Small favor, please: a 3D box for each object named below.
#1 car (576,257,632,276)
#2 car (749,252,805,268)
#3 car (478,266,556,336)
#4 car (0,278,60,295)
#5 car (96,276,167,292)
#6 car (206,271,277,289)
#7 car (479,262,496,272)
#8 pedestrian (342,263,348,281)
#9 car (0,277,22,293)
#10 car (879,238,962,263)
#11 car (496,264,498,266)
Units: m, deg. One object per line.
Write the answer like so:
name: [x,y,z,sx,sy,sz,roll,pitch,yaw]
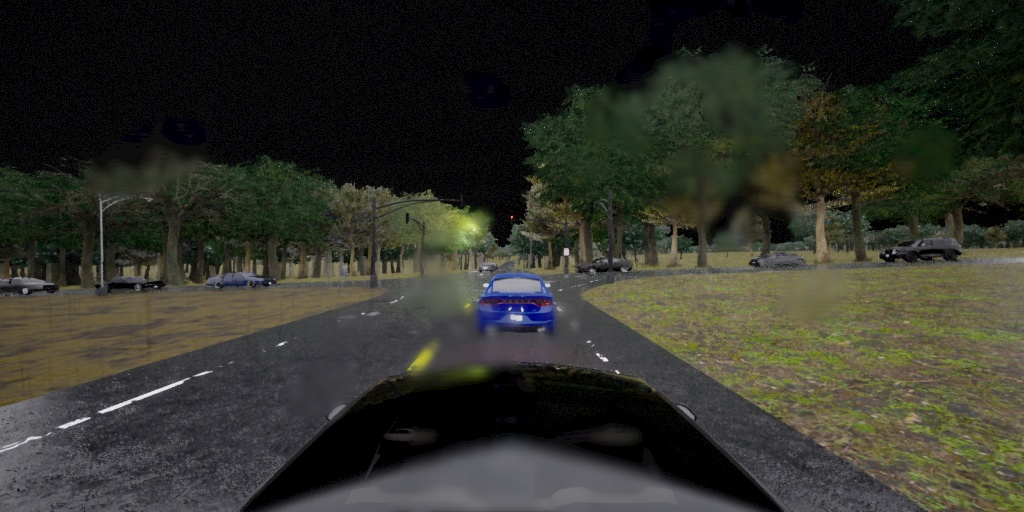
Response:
car: [8.133,0.860,31.785,5.008,1.535,1.882,-2,-1,-13]
car: [24.071,0.332,32.662,4.181,1.385,1.994,-2,-1,2]
car: [0.140,1.233,10.444,1.882,1.535,5.008,0,0,1]
car: [-43.512,2.674,31.996,4.892,1.490,1.837,-2,-1,3]
car: [-33.348,2.439,31.511,4.718,1.301,1.895,-2,-1,3]
car: [-23.426,2.049,31.078,5.357,1.411,2.033,-2,-1,6]
car: [-3.867,1.679,53.561,2.128,1.511,4.902,0,-1,-1]
pedestrian: [-17.861,1.681,38.404,0.375,1.860,0.375,0,1,3]
car: [-53.078,2.980,36.132,5.008,1.535,1.882,-2,-1,2]
car: [36.510,-0.500,32.126,5.566,2.045,2.150,-3,-1,2]
car: [-3.994,1.847,62.948,2.128,1.511,4.902,0,-1,0]
